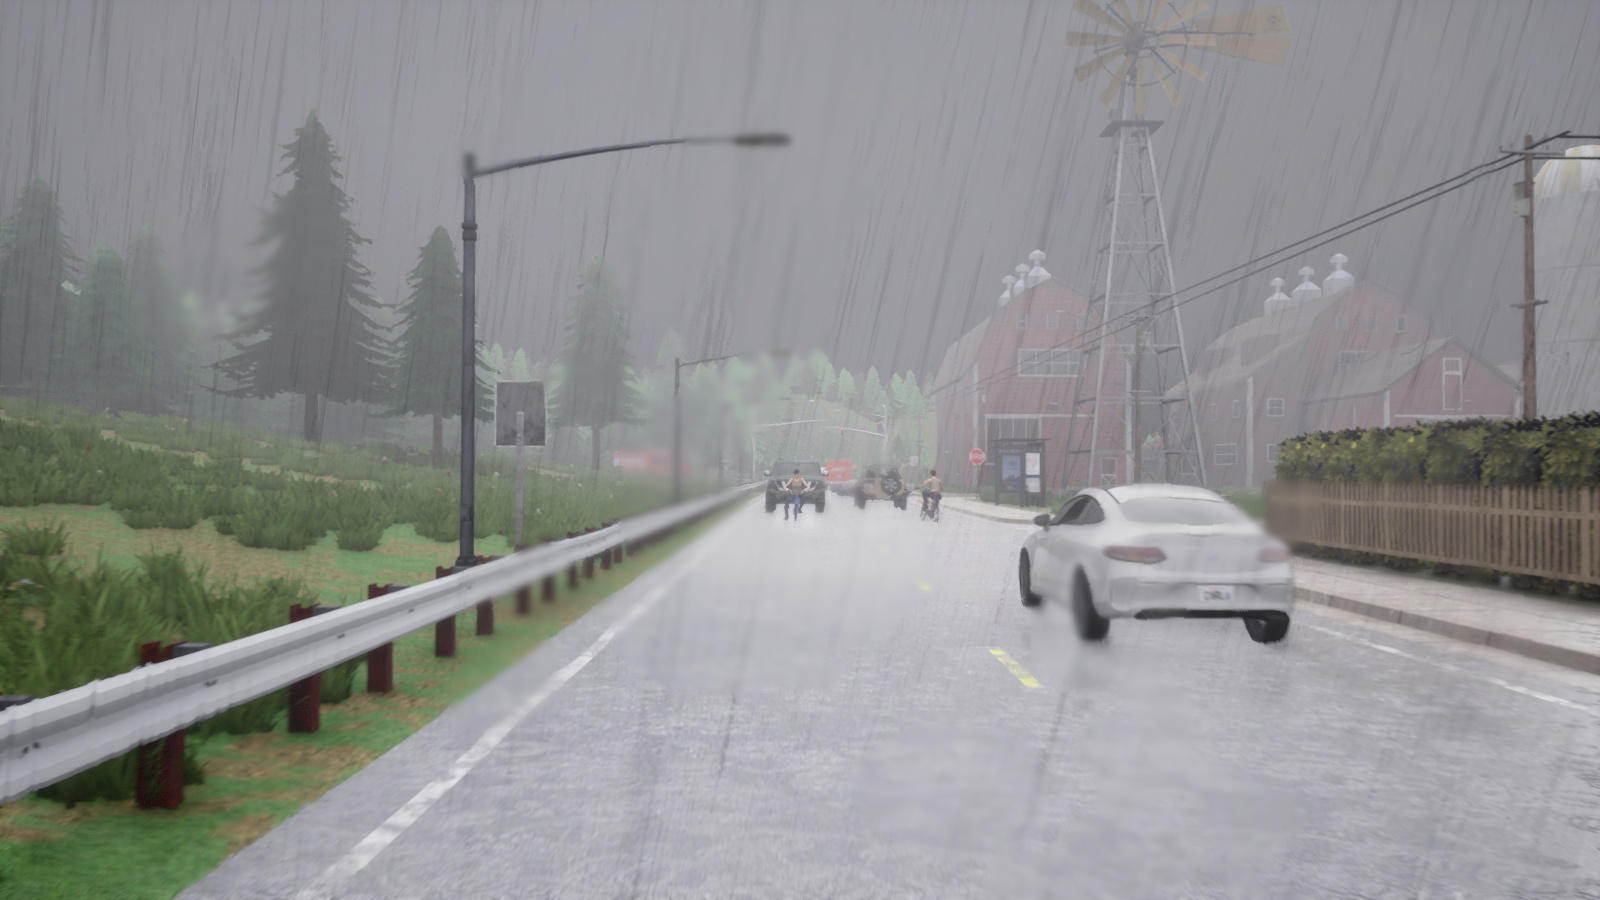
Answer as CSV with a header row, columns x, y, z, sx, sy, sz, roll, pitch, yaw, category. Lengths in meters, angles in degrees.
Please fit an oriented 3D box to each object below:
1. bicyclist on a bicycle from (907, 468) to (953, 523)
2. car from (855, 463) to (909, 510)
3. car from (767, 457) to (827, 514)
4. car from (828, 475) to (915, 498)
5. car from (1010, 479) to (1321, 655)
x,y,z,sx,sy,sz,roll,pitch,yaw,category
3.940,1.374,38.155,0.866,1.612,1.509,2,-2,-14,bicyclist on a bicycle
3.373,1.491,52.189,1.932,1.855,4.605,0,-1,0,car
-0.116,1.336,47.853,2.150,2.045,5.566,0,-1,0,car
4.182,2.133,73.734,4.718,1.301,1.895,0,-1,-21,car
3.469,1.043,12.916,1.812,1.442,4.674,0,-1,0,car
